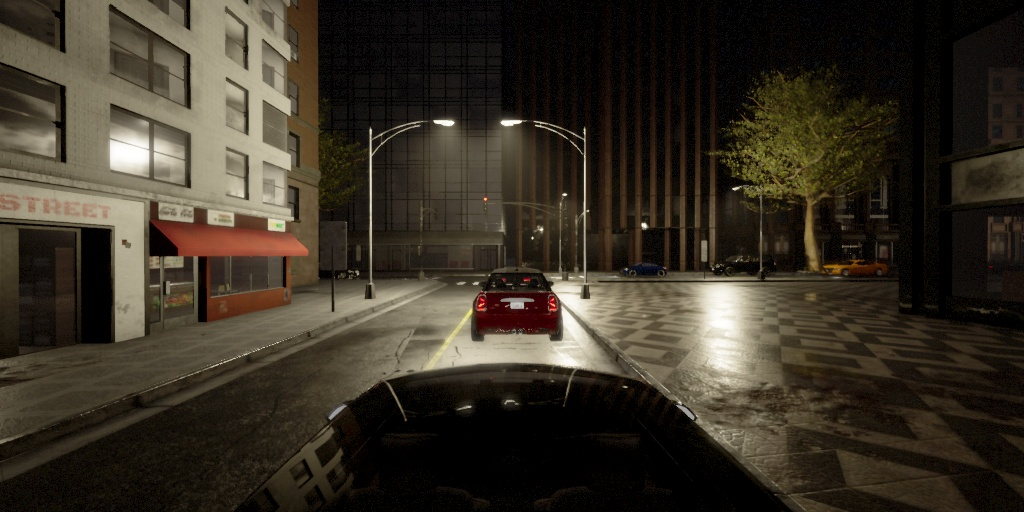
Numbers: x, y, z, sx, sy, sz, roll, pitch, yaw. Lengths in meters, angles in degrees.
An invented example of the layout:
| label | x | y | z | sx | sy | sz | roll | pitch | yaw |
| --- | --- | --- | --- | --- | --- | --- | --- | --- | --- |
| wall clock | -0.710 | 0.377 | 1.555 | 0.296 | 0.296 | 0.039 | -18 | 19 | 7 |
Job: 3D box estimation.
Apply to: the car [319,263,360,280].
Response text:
| label | x | y | z | sx | sy | sz | roll | pitch | yaw |
| --- | --- | --- | --- | --- | --- | --- | --- | --- | --- |
| car | -15.674 | 1.304 | 30.770 | 4.902 | 1.511 | 2.128 | 0 | 0 | 0 |

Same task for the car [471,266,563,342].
| label | x | y | z | sx | sy | sz | roll | pitch | yaw |
| --- | --- | --- | --- | --- | --- | --- | --- | --- | --- |
| car | 0.122 | 1.101 | 9.955 | 2.097 | 1.767 | 4.553 | 0 | 0 | 0 |

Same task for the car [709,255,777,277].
| label | x | y | z | sx | sy | sz | roll | pitch | yaw |
| --- | --- | --- | --- | --- | --- | --- | --- | --- | --- |
| car | 21.703 | 0.884 | 33.764 | 5.566 | 2.045 | 2.150 | 0 | 0 | 0 |

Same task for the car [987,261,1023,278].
| label | x | y | z | sx | sy | sz | roll | pitch | yaw |
| --- | --- | --- | --- | --- | --- | --- | --- | --- | --- |
| car | 42.217 | 1.128 | 30.466 | 4.902 | 1.511 | 2.128 | 0 | 0 | 0 |

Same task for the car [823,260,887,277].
| label | x | y | z | sx | sy | sz | roll | pitch | yaw |
| --- | --- | --- | --- | --- | --- | --- | --- | --- | --- |
| car | 32.154 | 1.116 | 33.707 | 5.008 | 1.535 | 1.882 | 0 | 0 | 0 |

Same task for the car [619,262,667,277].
| label | x | y | z | sx | sy | sz | roll | pitch | yaw |
| --- | --- | --- | --- | --- | --- | --- | --- | --- | --- |
| car | 12.318 | 1.257 | 33.823 | 4.181 | 1.385 | 1.994 | 0 | 0 | 0 |
